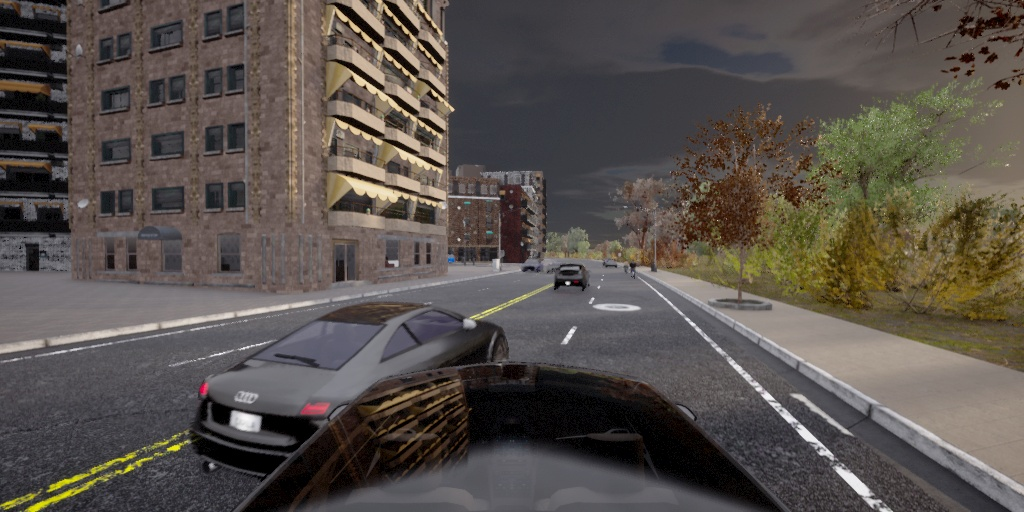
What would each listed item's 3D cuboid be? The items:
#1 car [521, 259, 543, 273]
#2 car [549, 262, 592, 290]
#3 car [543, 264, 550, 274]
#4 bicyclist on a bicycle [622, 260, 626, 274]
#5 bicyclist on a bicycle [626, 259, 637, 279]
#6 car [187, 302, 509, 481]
[{"bbox_3d":[2.532,1.107,43.296,2.097,1.767,4.553,0,0,14],"label":"car"},{"bbox_3d":[3.809,1.263,22.424,1.837,1.490,4.892,0,0,16],"label":"car"},{"bbox_3d":[5.058,1.325,40.103,1.994,1.385,4.181,0,0,15],"label":"car"},{"bbox_3d":[12.841,1.209,40.412,0.866,1.612,1.509,0,0,15],"label":"bicyclist on a bicycle"},{"bbox_3d":[10.189,1.141,30.238,0.659,1.776,1.843,0,0,15],"label":"bicyclist on a bicycle"},{"bbox_3d":[-1.511,1.310,4.797,1.994,1.385,4.181,0,0,19],"label":"car"}]
